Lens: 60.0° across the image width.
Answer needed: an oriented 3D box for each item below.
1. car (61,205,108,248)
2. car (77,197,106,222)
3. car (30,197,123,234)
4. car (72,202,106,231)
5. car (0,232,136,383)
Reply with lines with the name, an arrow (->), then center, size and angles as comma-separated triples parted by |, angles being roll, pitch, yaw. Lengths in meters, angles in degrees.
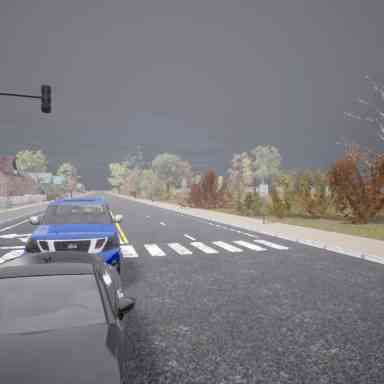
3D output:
car -> -5.052, 1.499, 15.999 | 1.837, 1.490, 4.892 | 0, 0, -16
car -> -8.239, 1.338, 27.462 | 2.097, 1.767, 4.553 | 0, 0, -16
car -> -3.363, 1.218, 9.936 | 2.150, 2.045, 5.566 | 0, 0, -16
car -> -6.650, 1.468, 21.737 | 1.882, 1.535, 5.008 | 0, 0, -16
car -> -1.693, 1.524, 3.855 | 1.812, 1.442, 4.674 | 0, 0, -13
